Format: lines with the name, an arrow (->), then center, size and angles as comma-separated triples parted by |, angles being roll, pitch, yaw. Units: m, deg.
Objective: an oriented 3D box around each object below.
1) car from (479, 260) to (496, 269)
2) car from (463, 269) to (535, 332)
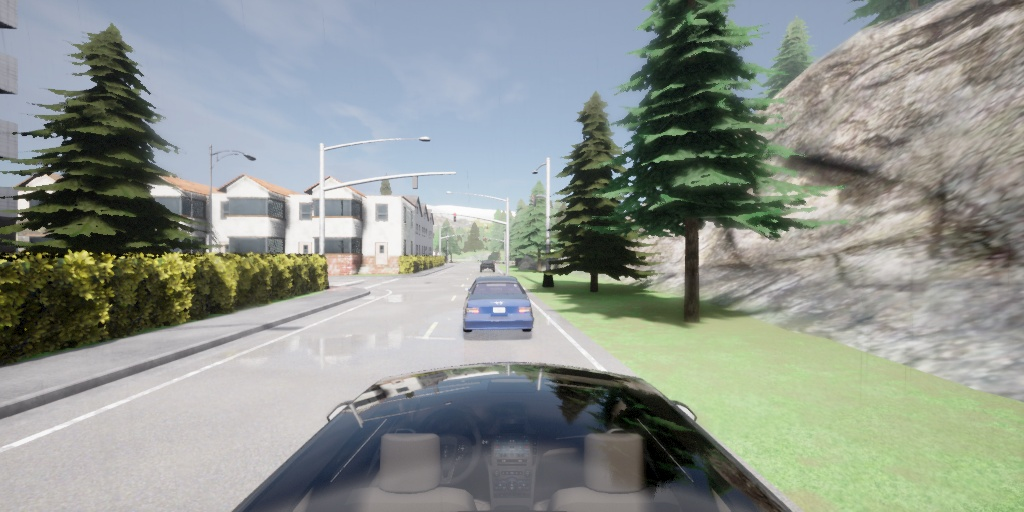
car -> -3.106, 1.255, 45.281 | 1.837, 1.490, 4.892 | 0, 0, -4
car -> -0.478, 1.297, 10.802 | 2.033, 1.411, 5.357 | 0, 0, -4
